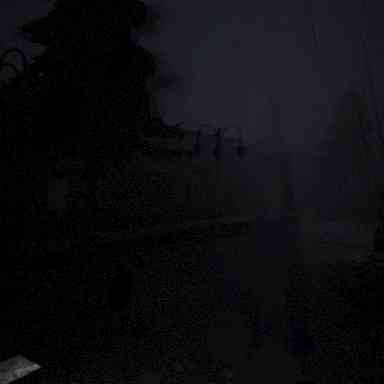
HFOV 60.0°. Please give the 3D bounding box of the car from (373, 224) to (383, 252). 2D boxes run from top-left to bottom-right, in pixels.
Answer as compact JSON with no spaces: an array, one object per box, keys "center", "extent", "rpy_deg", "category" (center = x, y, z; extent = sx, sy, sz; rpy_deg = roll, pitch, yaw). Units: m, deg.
[{"center":[8.609,1.586,13.166],"extent":[1.994,1.385,4.181],"rpy_deg":[3,2,39],"category":"car"}]
